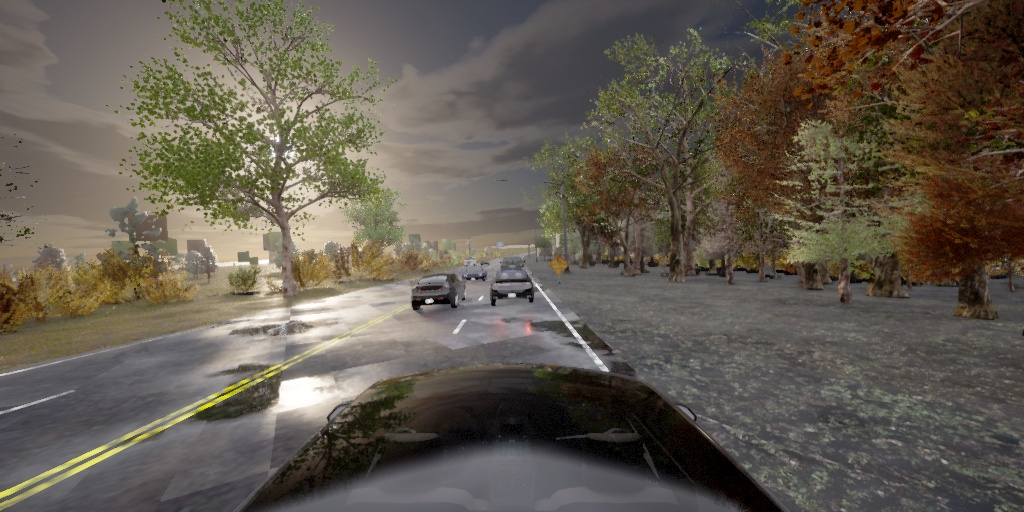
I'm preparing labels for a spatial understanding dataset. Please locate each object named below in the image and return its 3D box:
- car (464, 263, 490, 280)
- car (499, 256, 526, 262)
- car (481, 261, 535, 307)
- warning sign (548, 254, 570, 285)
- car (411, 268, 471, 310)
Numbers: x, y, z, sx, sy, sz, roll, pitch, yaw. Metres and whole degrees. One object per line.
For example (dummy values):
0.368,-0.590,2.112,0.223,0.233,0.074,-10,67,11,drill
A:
-3.173,1.589,31.505,1.895,1.301,4.718,-3,0,0,car
0.065,0.997,31.468,2.150,2.045,5.566,-2,1,0,car
0.001,1.266,16.454,2.128,1.511,4.902,-2,1,0,car
2.890,0.802,21.832,1.300,1.860,1.060,0,0,0,warning sign
-3.249,1.514,16.478,1.837,1.490,4.892,-3,0,0,car
